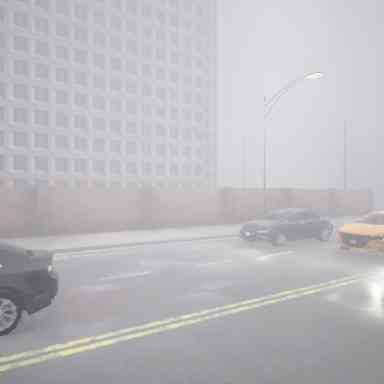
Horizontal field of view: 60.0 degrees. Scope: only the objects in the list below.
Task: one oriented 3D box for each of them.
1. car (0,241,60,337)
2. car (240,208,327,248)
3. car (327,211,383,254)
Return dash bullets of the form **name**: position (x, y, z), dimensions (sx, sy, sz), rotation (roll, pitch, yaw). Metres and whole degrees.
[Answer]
- **car**: position (-4.641, 1.502, 5.060), dimensions (4.892, 1.490, 1.837), rotation (0, 0, -34)
- **car**: position (4.355, 1.528, 15.082), dimensions (4.892, 1.490, 1.837), rotation (1, 0, -33)
- **car**: position (7.825, 1.502, 13.142), dimensions (5.008, 1.535, 1.882), rotation (0, 0, -33)
